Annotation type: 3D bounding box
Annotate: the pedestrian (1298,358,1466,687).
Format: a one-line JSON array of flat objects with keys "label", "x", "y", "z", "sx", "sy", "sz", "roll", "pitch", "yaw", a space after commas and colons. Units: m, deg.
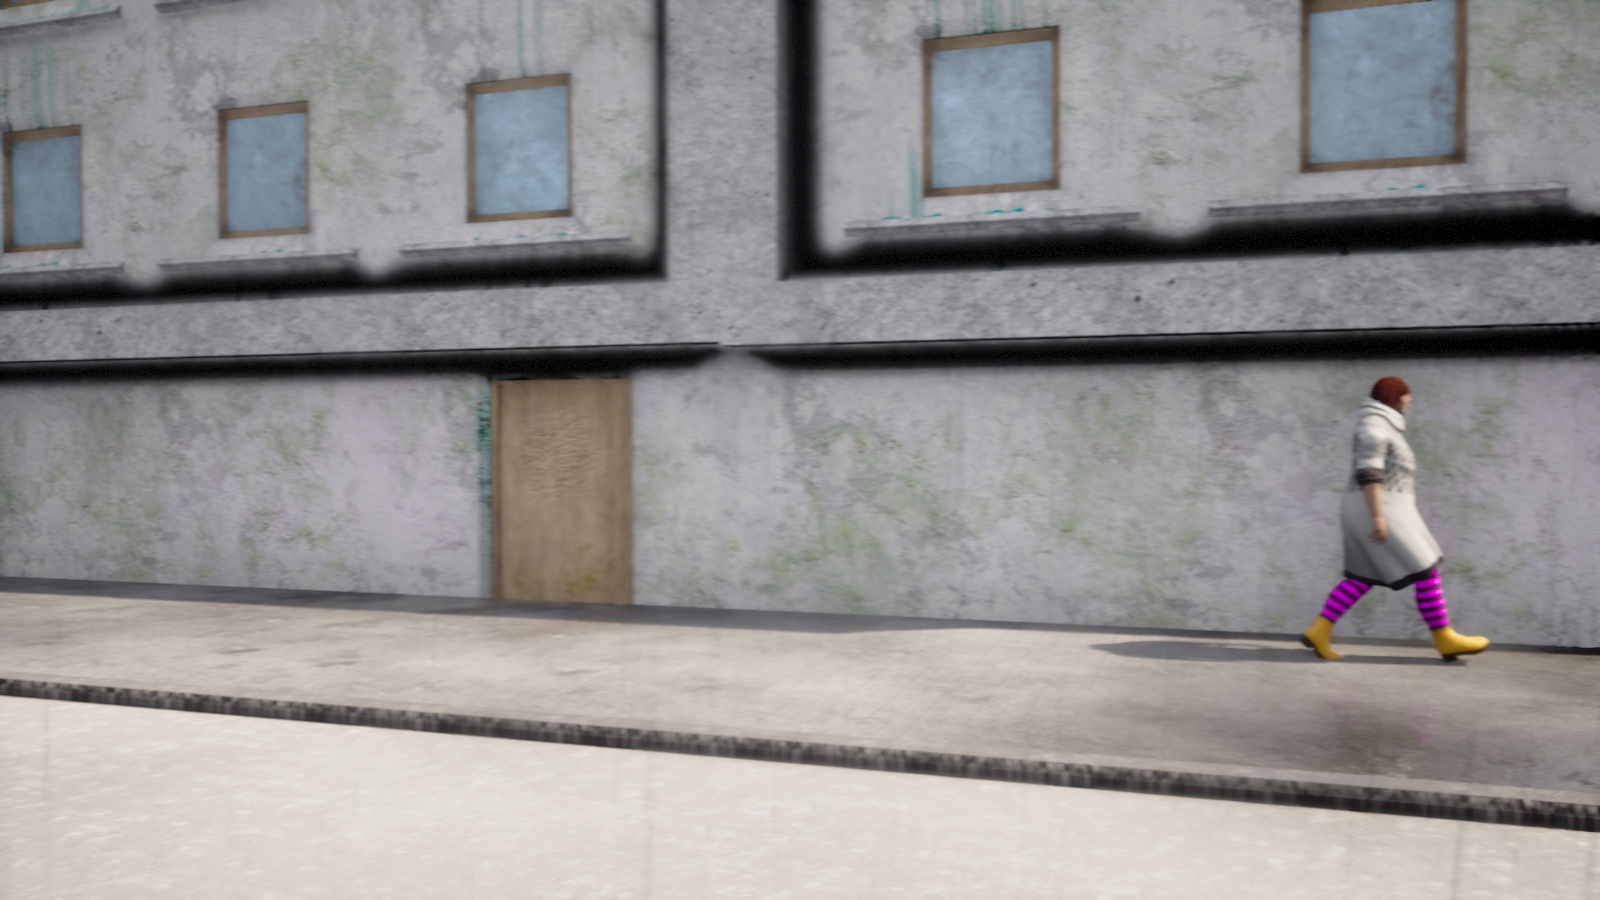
[{"label": "pedestrian", "x": 3.630, "y": 0.423, "z": 7.896, "sx": 0.873, "sy": 1.952, "sz": 0.659, "roll": 1, "pitch": 1, "yaw": 19}]
